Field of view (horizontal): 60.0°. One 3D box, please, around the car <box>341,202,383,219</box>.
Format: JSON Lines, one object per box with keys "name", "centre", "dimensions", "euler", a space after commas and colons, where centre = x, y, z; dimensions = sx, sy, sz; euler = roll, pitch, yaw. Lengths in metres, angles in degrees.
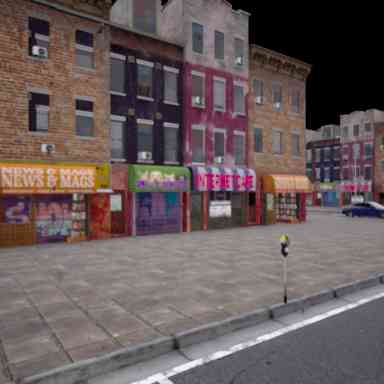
{"name": "car", "centre": [15.092, 1.550, 28.224], "dimensions": [1.812, 1.442, 4.674], "euler": [0, 0, -35]}
